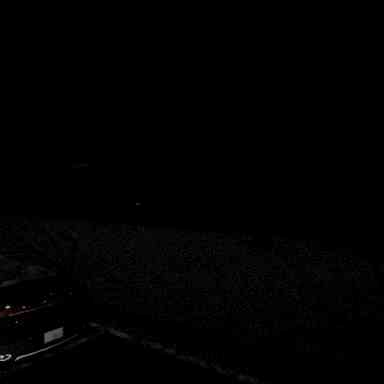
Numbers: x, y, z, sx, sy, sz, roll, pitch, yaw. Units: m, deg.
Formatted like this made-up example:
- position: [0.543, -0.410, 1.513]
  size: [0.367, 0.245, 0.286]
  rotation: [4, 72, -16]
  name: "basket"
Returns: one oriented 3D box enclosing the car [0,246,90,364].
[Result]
- position: [-3.523, 1.581, 5.473]
  size: [4.403, 1.369, 2.008]
  rotation: [0, 0, 35]
  name: "car"
